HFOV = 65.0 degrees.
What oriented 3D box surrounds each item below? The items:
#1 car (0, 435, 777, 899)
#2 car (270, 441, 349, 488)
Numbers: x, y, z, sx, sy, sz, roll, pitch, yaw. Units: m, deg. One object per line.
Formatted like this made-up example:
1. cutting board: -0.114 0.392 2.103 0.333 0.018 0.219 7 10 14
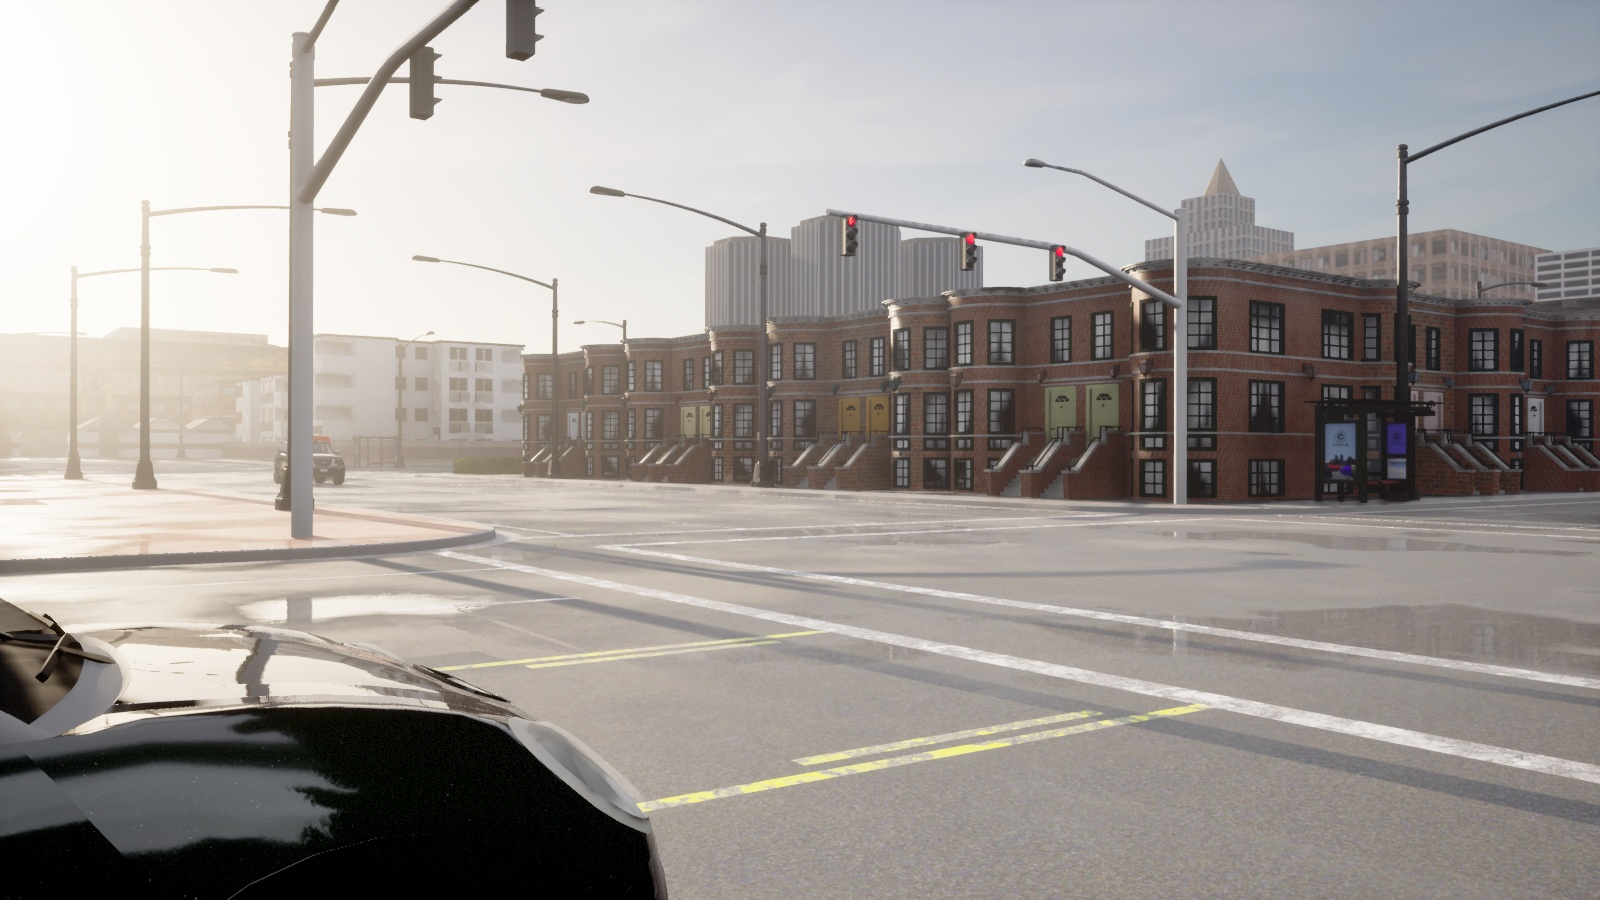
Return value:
1. car: -2.171 0.720 2.205 3.806 1.475 1.970 0 0 -35
2. car: -22.738 0.654 58.073 2.150 2.045 5.566 0 0 -35
